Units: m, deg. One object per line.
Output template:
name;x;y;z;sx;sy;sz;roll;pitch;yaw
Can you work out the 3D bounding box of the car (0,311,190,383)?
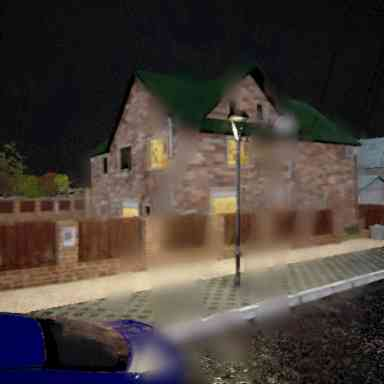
car;-2.068;1.521;1.598;4.674;1.442;1.812;0;0;-35
